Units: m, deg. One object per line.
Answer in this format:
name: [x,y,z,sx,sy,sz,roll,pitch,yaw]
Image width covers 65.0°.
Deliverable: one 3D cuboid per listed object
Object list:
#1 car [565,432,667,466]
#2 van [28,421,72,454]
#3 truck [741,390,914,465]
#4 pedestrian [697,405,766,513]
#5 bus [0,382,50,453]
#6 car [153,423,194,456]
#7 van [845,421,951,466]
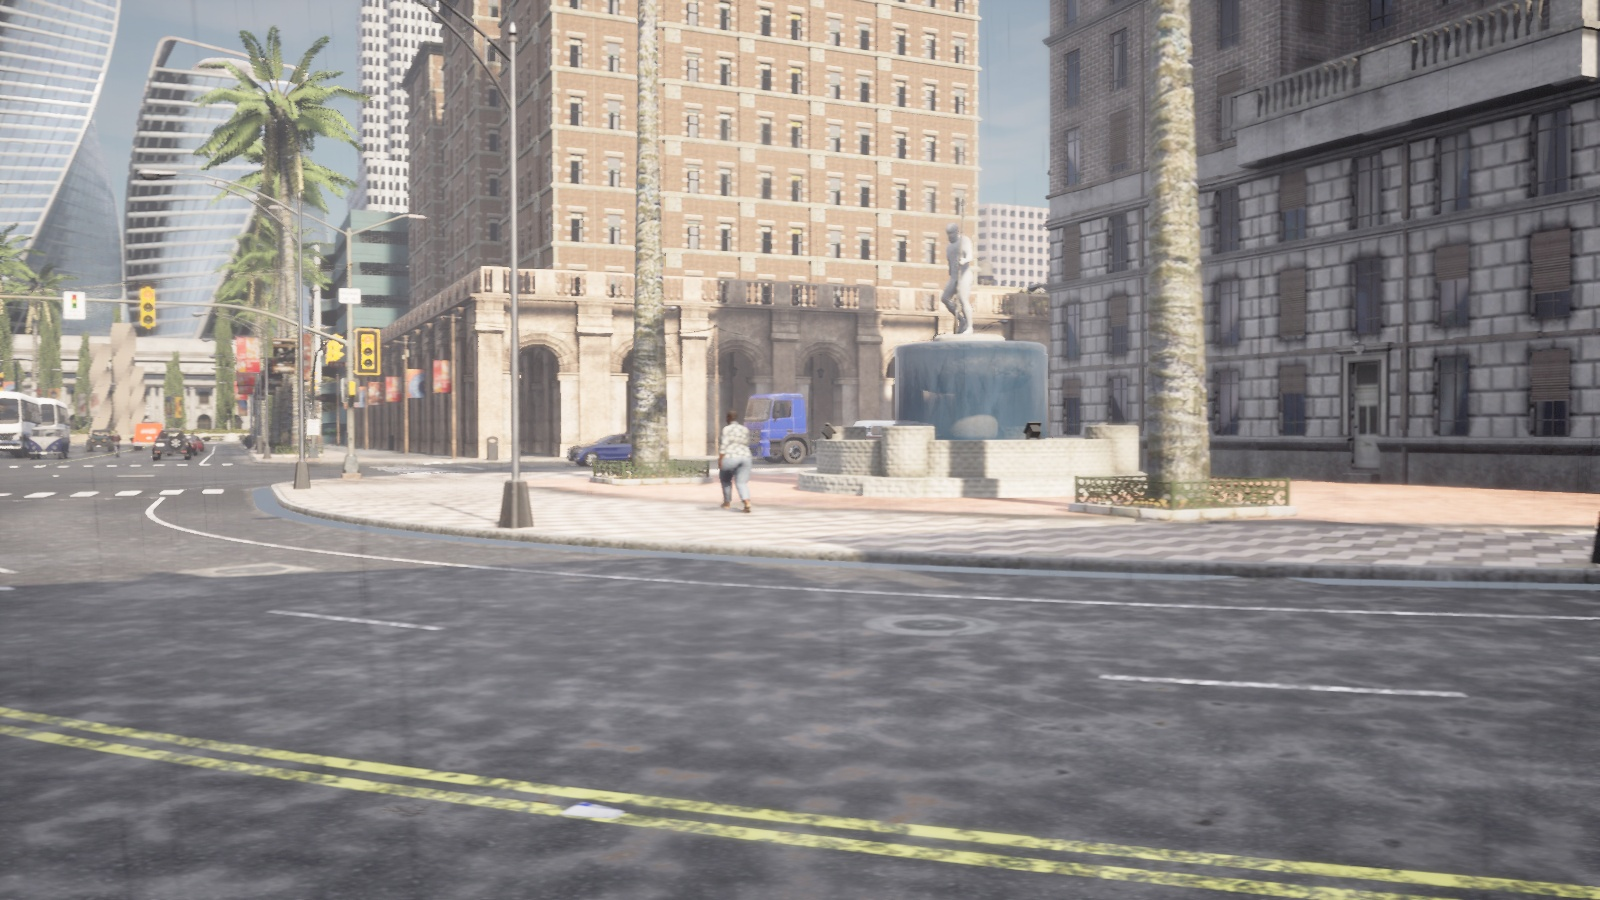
car: [-8.300,-0.057,56.703,4.193,1.474,1.816,0,1,-24]
van: [-45.661,-0.775,76.552,1.775,1.987,4.442,0,1,-24]
truck: [1.355,-1.080,61.028,7.936,3.462,2.891,0,1,-24]
pedestrian: [-1.215,0.142,22.094,0.874,1.855,0.900,0,1,-32]
bus: [-52.051,-2.015,82.202,3.944,4.253,10.273,0,-1,-24]
car: [-36.676,-0.628,73.598,1.932,1.855,4.605,0,1,-24]
van: [4.587,-0.324,58.671,4.480,2.038,2.069,0,1,-25]
